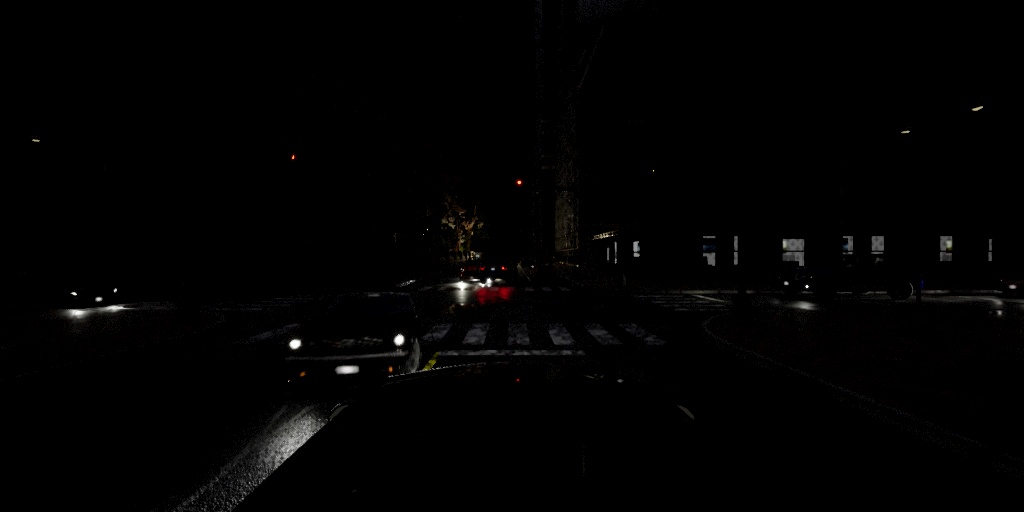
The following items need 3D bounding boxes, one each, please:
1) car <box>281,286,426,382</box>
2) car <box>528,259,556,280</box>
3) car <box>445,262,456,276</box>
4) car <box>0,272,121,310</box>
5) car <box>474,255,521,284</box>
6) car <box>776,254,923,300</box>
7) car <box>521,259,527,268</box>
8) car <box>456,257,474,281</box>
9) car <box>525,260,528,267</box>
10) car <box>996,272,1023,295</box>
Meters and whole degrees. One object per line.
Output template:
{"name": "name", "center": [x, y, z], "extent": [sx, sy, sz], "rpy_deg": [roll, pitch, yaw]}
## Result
{"name": "car", "center": [-2.827, 1.351, 7.395], "extent": [1.895, 1.301, 4.718], "rpy_deg": [0, 0, -11]}
{"name": "car", "center": [2.671, 1.191, 30.826], "extent": [1.967, 1.591, 4.097], "rpy_deg": [0, 0, 0]}
{"name": "car", "center": [-5.714, 1.297, 36.499], "extent": [1.888, 1.381, 4.507], "rpy_deg": [0, 0, 0]}
{"name": "car", "center": [-19.153, 1.343, 14.370], "extent": [5.357, 1.411, 2.033], "rpy_deg": [0, 0, 1]}
{"name": "car", "center": [-0.902, 0.973, 26.787], "extent": [2.150, 2.045, 5.566], "rpy_deg": [0, 0, 8]}
{"name": "car", "center": [15.702, 0.925, 16.863], "extent": [5.566, 2.045, 2.150], "rpy_deg": [0, 0, 1]}
{"name": "car", "center": [2.652, 1.315, 59.232], "extent": [1.948, 1.339, 4.313], "rpy_deg": [0, 0, 0]}
{"name": "car", "center": [-3.119, 1.104, 29.998], "extent": [2.097, 1.767, 4.553], "rpy_deg": [0, 0, 0]}
{"name": "car", "center": [2.667, 1.318, 36.507], "extent": [1.948, 1.339, 4.313], "rpy_deg": [0, 0, 0]}
{"name": "car", "center": [25.777, 1.164, 16.656], "extent": [4.902, 1.511, 2.128], "rpy_deg": [0, 0, 1]}
